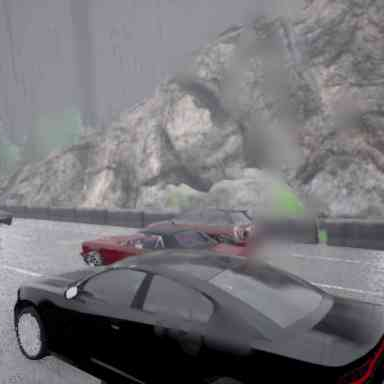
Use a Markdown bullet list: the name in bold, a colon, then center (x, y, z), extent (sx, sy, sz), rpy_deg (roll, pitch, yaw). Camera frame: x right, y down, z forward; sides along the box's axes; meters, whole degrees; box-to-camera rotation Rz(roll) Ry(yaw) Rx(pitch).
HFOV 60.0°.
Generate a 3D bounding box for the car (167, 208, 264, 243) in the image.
- **car**: center (0.271, 1.368, 12.411), extent (4.553, 1.767, 2.097), rpy_deg (0, 0, 36)

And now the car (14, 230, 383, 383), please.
- **car**: center (-0.316, 1.483, 4.221), extent (5.008, 1.535, 1.882), rpy_deg (0, 0, 36)

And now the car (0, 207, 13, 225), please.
- **car**: center (-14.095, 1.577, 22.697), extent (4.181, 1.385, 1.994), rpy_deg (0, 0, 36)

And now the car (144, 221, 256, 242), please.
- **car**: center (-0.919, 1.612, 8.958), extent (4.718, 1.301, 1.895), rpy_deg (0, 0, 36)
